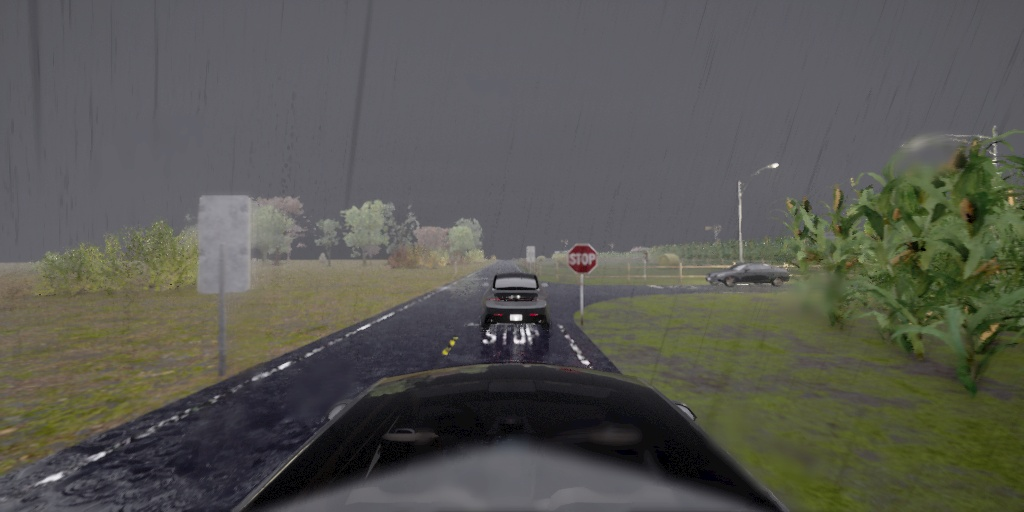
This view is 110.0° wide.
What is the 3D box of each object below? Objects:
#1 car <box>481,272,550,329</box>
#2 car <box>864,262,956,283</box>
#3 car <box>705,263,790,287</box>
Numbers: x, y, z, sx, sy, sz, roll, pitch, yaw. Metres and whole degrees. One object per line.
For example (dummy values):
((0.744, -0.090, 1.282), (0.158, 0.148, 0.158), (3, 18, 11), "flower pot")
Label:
((0.102, 1.247, 11.208), (1.837, 1.490, 4.892), (0, 0, 0), "car")
((24.809, 1.004, 22.371), (4.902, 1.511, 2.128), (-1, -1, -1), "car")
((14.518, 1.137, 22.211), (4.674, 1.442, 1.812), (-1, -1, -1), "car")
